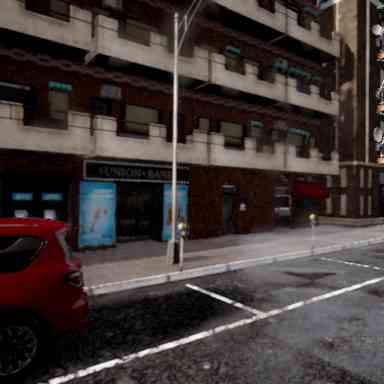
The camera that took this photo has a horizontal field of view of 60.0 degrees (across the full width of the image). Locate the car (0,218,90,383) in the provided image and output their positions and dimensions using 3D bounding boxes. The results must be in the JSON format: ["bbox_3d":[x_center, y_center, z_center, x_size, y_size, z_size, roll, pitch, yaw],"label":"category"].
[{"bbox_3d":[-3.761,1.316,3.859,5.009,1.841,2.192,0,1,-36],"label":"car"}]
